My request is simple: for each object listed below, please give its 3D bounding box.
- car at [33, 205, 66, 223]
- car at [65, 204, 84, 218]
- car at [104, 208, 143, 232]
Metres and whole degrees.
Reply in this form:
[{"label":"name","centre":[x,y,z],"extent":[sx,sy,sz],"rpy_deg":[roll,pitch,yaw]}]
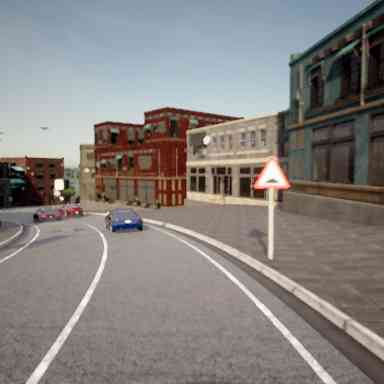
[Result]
[{"label":"car","centre":[-13.847,2.145,31.733],"extent":[1.994,1.385,4.181],"rpy_deg":[-3,0,-34]},{"label":"car","centre":[-13.800,2.067,37.613],"extent":[1.812,1.442,4.674],"rpy_deg":[-3,1,-38]},{"label":"car","centre":[-4.544,1.724,21.743],"extent":[1.994,1.385,4.181],"rpy_deg":[-2,1,-21]}]
